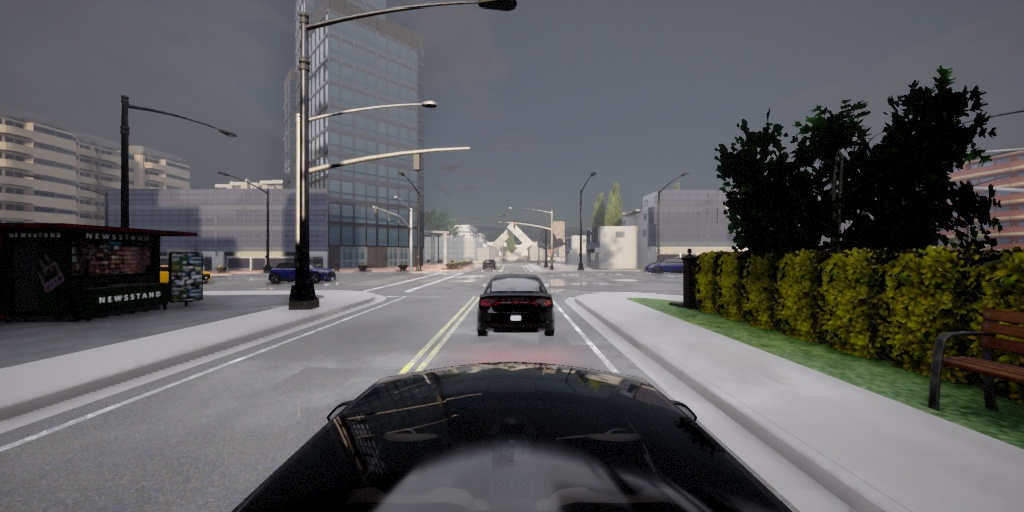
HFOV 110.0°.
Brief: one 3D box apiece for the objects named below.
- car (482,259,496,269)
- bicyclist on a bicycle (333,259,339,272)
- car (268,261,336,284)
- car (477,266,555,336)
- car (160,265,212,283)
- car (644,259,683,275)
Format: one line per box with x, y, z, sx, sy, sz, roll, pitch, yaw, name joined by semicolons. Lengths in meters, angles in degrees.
-3.380;1.227;54.216;1.882;1.535;5.008;0;0;0;car
-21.822;1.216;44.493;0.582;1.620;1.656;-1;0;0;bicyclist on a bicycle
-16.286;1.209;28.038;4.553;1.767;2.097;-1;0;0;car
0.110;1.228;10.434;1.882;1.535;5.008;0;0;1;car
-26.398;1.454;28.001;5.008;1.535;1.882;-1;0;0;car
16.794;1.071;38.861;4.553;1.767;2.097;0;0;0;car
